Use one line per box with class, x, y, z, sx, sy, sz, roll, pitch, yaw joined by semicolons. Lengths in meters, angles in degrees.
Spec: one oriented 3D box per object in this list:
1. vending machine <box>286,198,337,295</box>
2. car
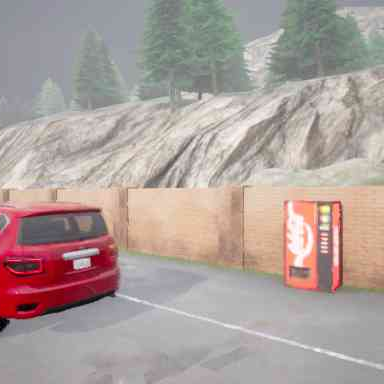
vending machine;2.878;1.195;7.955;0.880;2.100;1.100;0;0;36
car;-3.874;1.222;6.888;5.566;2.045;2.150;0;0;37
